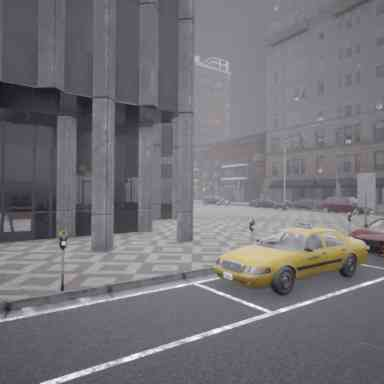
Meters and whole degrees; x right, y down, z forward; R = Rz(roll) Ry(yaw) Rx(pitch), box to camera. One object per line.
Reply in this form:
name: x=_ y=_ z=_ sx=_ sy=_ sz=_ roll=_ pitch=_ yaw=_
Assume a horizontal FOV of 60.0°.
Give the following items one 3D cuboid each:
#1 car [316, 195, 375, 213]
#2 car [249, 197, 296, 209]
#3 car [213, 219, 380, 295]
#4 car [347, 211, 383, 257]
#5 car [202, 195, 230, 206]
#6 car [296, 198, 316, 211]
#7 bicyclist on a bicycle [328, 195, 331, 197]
car: x=14.543 y=1.196 z=31.127 sx=2.097 sy=1.767 sz=4.553 roll=1 pitch=0 yaw=-35
car: x=9.035 y=1.305 z=38.947 sx=2.033 sy=1.411 sz=5.357 roll=1 pitch=0 yaw=-35
car: x=2.753 y=1.526 z=8.714 sx=4.829 sy=1.417 sz=1.752 roll=0 pitch=1 yaw=-35
car: x=7.472 y=1.546 z=12.077 sx=4.507 sy=1.381 sz=1.887 roll=0 pitch=1 yaw=-35
car: x=3.367 y=1.159 z=47.018 sx=2.128 sy=1.511 sz=4.902 roll=1 pitch=0 yaw=-35
car: x=13.429 y=1.365 z=38.188 sx=2.033 sy=1.411 sz=5.357 roll=1 pitch=0 yaw=-35
bicyclist on a bicycle: x=16.313 y=1.156 z=39.451 sx=1.656 sy=1.620 sz=0.582 roll=0 pitch=0 yaw=-35
